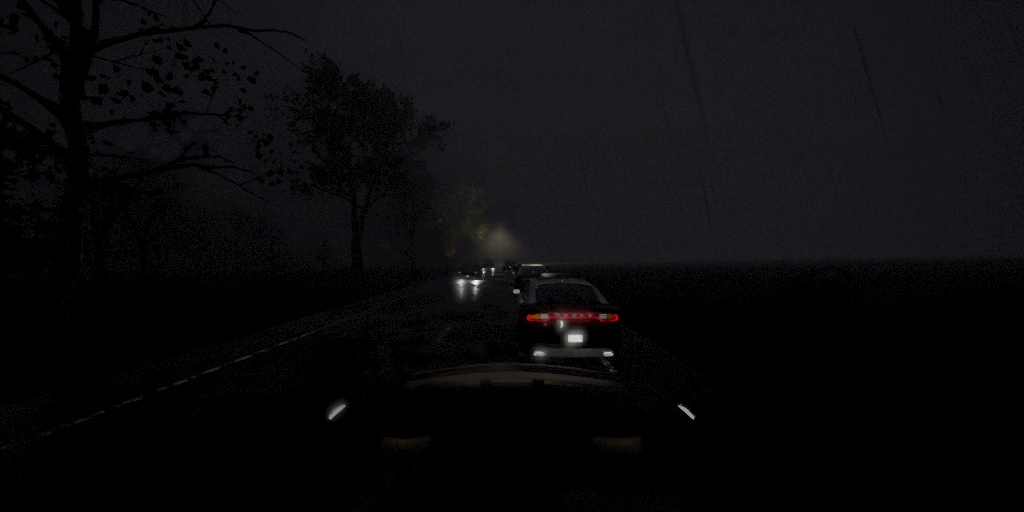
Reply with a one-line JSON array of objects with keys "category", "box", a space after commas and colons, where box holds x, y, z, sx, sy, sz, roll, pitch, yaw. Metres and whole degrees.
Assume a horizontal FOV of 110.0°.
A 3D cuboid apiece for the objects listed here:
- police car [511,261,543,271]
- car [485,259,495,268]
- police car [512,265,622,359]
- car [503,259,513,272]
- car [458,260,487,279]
[{"category": "police car", "box": [1.037, 1.179, 18.592, 1.930, 1.638, 5.238, 0, 0, 0]}, {"category": "car", "box": [-4.020, 1.297, 61.737, 1.837, 1.490, 4.892, 0, 0, -1]}, {"category": "police car", "box": [1.060, 1.176, 8.582, 1.930, 1.638, 5.238, 0, 0, 0]}, {"category": "car", "box": [-0.237, 1.340, 47.185, 1.994, 1.385, 4.181, 0, 0, 0]}, {"category": "car", "box": [-3.704, 1.310, 32.524, 2.033, 1.411, 5.357, 0, 0, -1]}]
